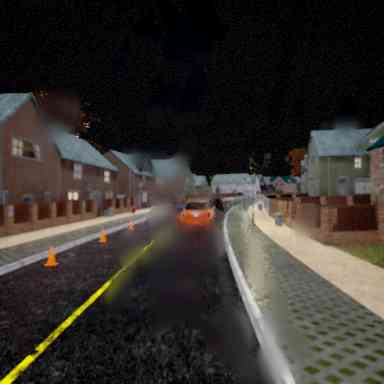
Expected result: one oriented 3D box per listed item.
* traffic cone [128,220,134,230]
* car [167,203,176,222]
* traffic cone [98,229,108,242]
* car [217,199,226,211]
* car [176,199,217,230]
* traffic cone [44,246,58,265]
[{"bbox_3d":[-3.782,2.037,20.661,0.340,0.580,0.340,0,0,5],"label":"traffic cone"},{"bbox_3d":[-0.896,1.634,27.854,2.033,1.411,5.357,0,0,4],"label":"car"},{"bbox_3d":[-4.178,2.025,15.626,0.340,0.580,0.340,0,0,4],"label":"traffic cone"},{"bbox_3d":[3.104,1.574,41.617,1.812,1.442,4.674,0,0,10],"label":"car"},{"bbox_3d":[0.427,1.438,22.323,2.097,1.767,4.553,0,0,5],"label":"car"},{"bbox_3d":[-4.469,2.006,10.583,0.340,0.580,0.340,0,0,3],"label":"traffic cone"}]
